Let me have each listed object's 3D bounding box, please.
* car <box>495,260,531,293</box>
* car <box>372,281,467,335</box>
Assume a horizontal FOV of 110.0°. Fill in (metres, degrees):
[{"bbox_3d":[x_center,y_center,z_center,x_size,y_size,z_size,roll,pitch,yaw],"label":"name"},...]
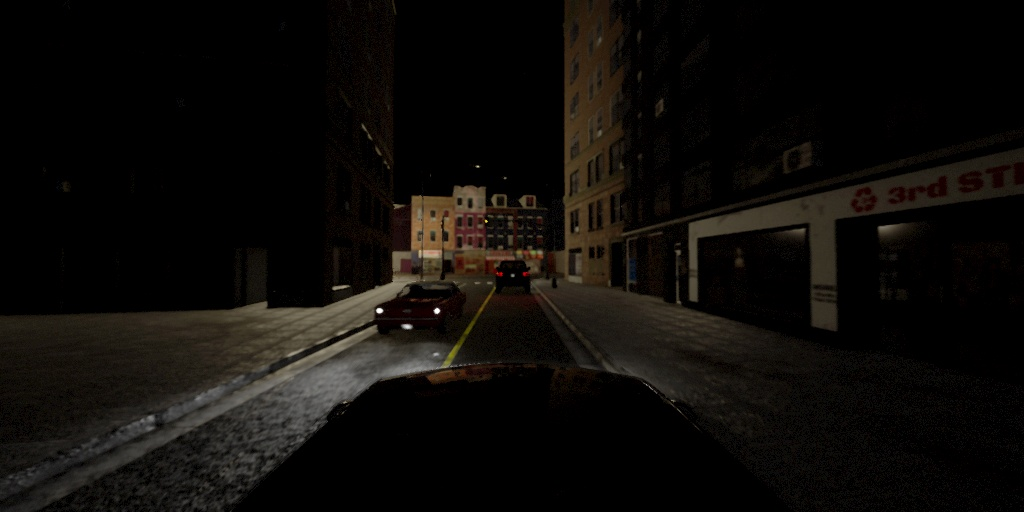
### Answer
[{"bbox_3d":[0.084,1.281,23.764,2.150,2.045,5.566,0,-1,1],"label":"car"},{"bbox_3d":[-2.601,1.483,11.143,1.895,1.301,4.718,0,-1,0],"label":"car"}]
